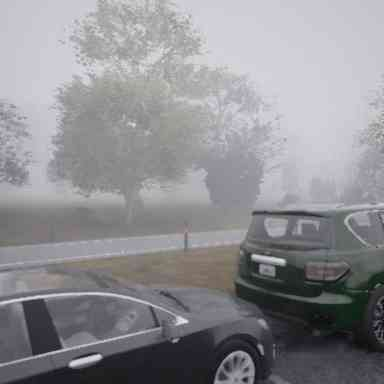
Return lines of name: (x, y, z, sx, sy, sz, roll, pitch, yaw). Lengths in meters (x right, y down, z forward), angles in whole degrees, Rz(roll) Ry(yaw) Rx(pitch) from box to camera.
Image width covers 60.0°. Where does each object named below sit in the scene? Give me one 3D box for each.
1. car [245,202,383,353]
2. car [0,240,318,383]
car: (3.345, 1.199, 6.273, 5.566, 2.045, 2.435, -1, -2, -33)
car: (-1.316, 1.474, 3.124, 4.892, 1.521, 2.231, -1, -2, -35)
